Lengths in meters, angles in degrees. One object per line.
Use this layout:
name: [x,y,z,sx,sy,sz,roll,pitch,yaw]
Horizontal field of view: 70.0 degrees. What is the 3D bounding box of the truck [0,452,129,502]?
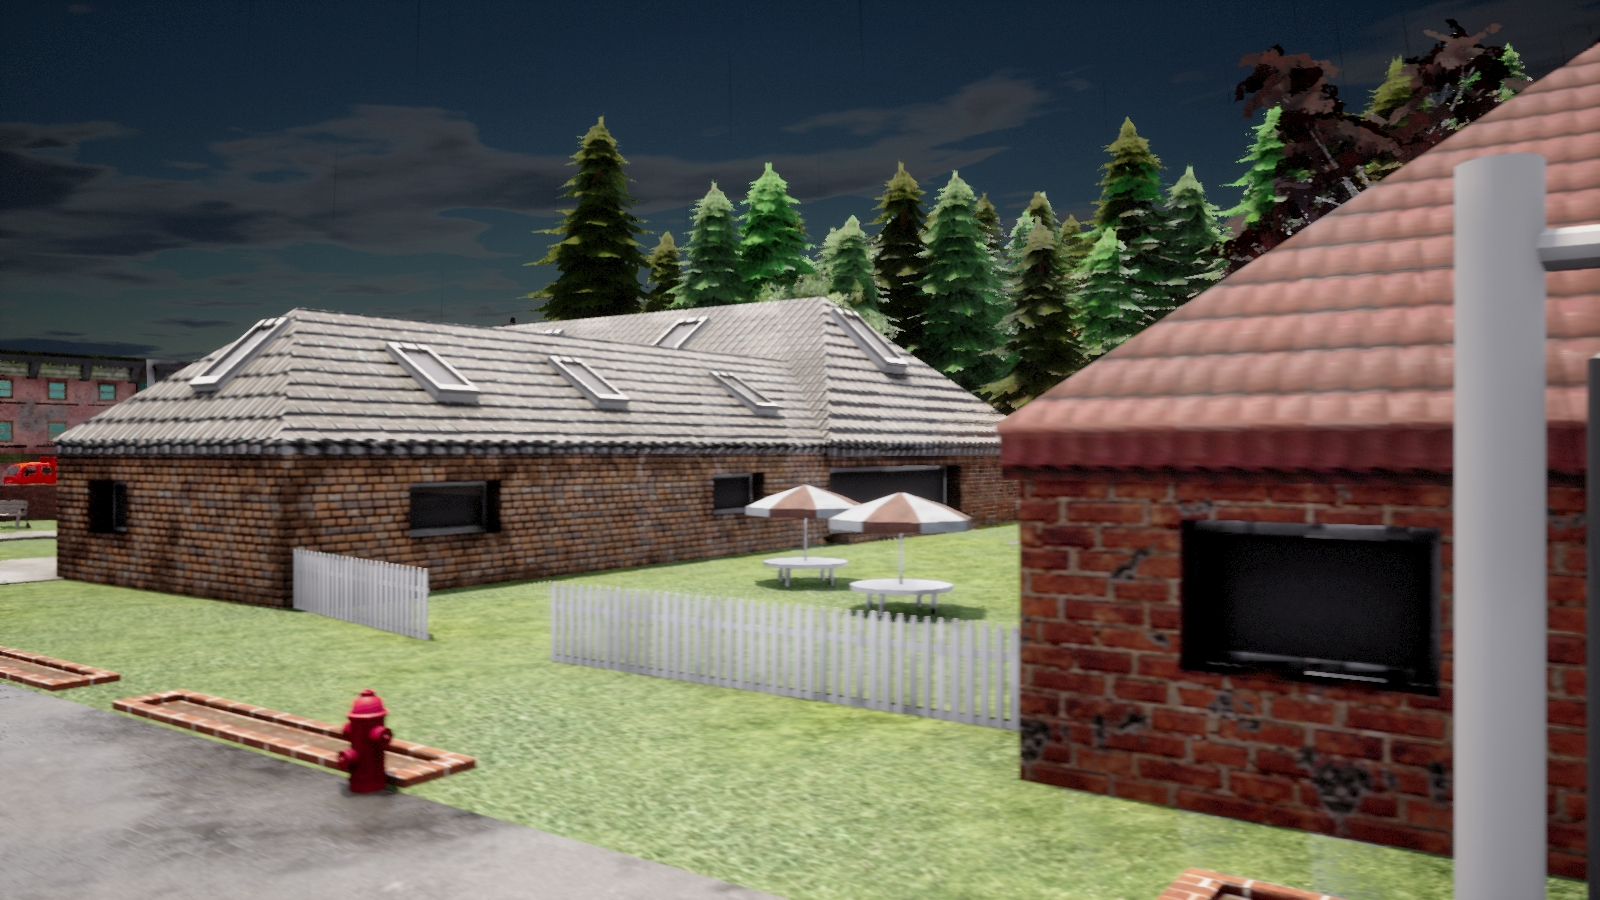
truck: [-38.388,1.358,59.631,2.627,2.467,5.204,0,0,35]
